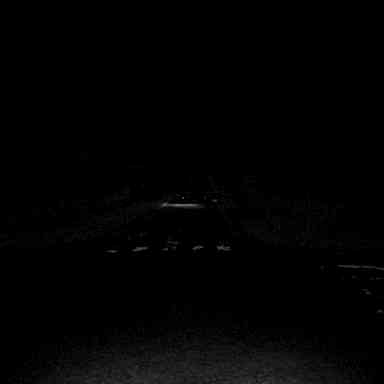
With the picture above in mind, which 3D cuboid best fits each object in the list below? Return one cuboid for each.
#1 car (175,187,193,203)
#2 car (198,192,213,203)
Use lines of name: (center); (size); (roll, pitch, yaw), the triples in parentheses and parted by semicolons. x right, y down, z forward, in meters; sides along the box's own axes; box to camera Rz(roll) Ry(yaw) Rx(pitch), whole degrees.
car: (-1.013, 0.357, 45.240); (2.150, 2.045, 5.566); (0, 2, 2)
car: (1.835, 0.684, 45.647); (1.994, 1.385, 4.181); (0, 2, 5)
